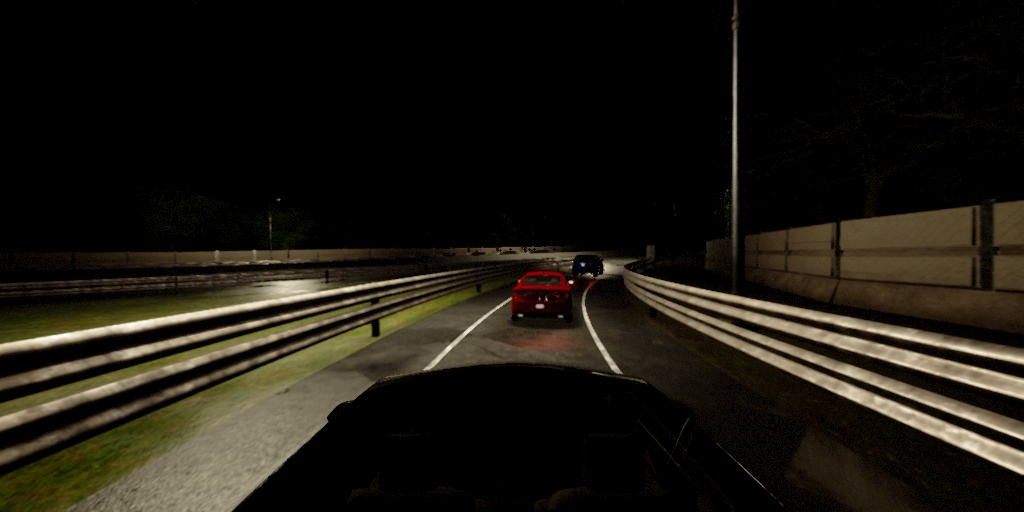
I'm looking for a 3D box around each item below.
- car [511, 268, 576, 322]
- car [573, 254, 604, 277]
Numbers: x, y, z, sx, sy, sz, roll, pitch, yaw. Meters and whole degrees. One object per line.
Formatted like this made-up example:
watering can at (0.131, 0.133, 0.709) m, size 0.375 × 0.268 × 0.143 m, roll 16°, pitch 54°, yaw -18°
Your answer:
car at (1.154, 1.294, 12.780) m, size 1.882 × 1.535 × 5.008 m, roll 0°, pitch 0°, yaw 8°
car at (7.248, 0.855, 33.866) m, size 2.150 × 2.045 × 5.566 m, roll 0°, pitch 1°, yaw 23°
